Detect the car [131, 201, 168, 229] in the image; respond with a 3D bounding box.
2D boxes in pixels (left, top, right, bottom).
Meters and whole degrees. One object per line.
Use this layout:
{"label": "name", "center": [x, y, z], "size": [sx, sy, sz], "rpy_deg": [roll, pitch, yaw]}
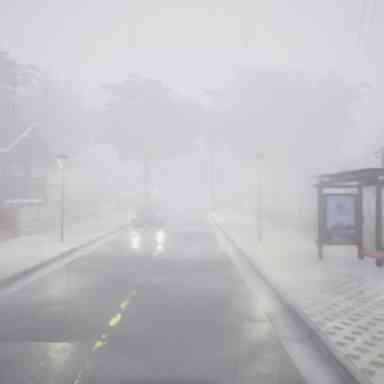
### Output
{"label": "car", "center": [-2.848, 1.564, 23.121], "size": [2.097, 1.767, 4.553], "rpy_deg": [0, -1, 0]}
